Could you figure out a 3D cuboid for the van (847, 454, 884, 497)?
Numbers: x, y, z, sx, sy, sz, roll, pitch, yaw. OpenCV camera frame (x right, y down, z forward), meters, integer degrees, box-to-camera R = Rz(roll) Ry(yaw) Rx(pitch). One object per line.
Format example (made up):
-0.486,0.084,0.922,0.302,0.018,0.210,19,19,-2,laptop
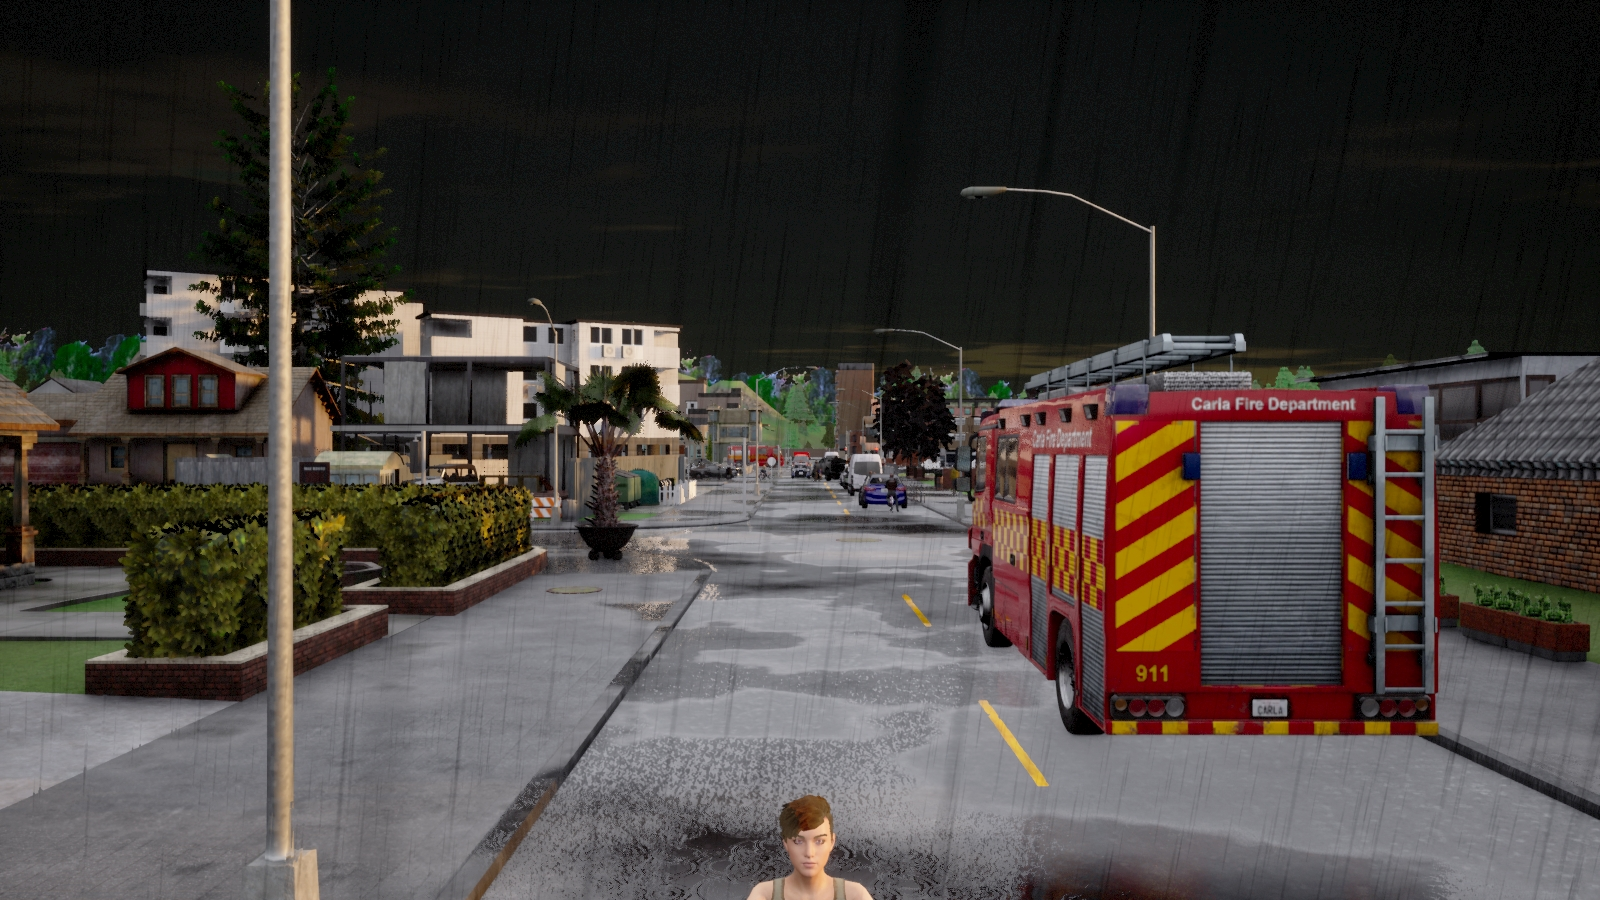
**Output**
4.045,1.534,71.355,1.988,2.561,5.915,0,0,0,van

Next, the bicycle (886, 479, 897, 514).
4.077,2.060,50.936,0.329,1.471,1.835,0,0,0,bicycle

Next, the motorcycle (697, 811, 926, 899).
0.039,2.155,3.558,0.764,1.307,2.356,0,0,0,motorcycle

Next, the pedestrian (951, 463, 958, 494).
9.301,1.744,68.973,0.375,1.860,0.375,0,0,0,pedestrian

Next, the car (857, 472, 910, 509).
4.046,1.967,56.171,2.242,1.667,4.611,0,0,0,car

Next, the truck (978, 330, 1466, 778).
4.261,0.890,13.995,2.891,3.827,8.468,0,0,0,truck
